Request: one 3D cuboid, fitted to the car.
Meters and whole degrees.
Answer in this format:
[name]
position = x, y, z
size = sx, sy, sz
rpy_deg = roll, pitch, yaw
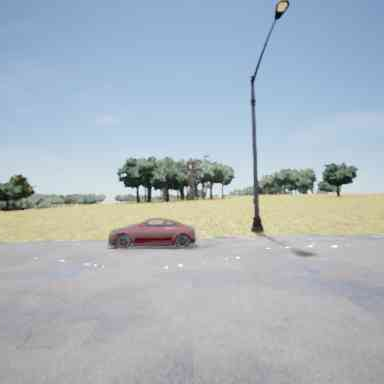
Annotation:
[car]
position = -1.835, 1.919, 15.918
size = 4.181, 1.385, 1.994
rpy_deg = -1, -1, -1
